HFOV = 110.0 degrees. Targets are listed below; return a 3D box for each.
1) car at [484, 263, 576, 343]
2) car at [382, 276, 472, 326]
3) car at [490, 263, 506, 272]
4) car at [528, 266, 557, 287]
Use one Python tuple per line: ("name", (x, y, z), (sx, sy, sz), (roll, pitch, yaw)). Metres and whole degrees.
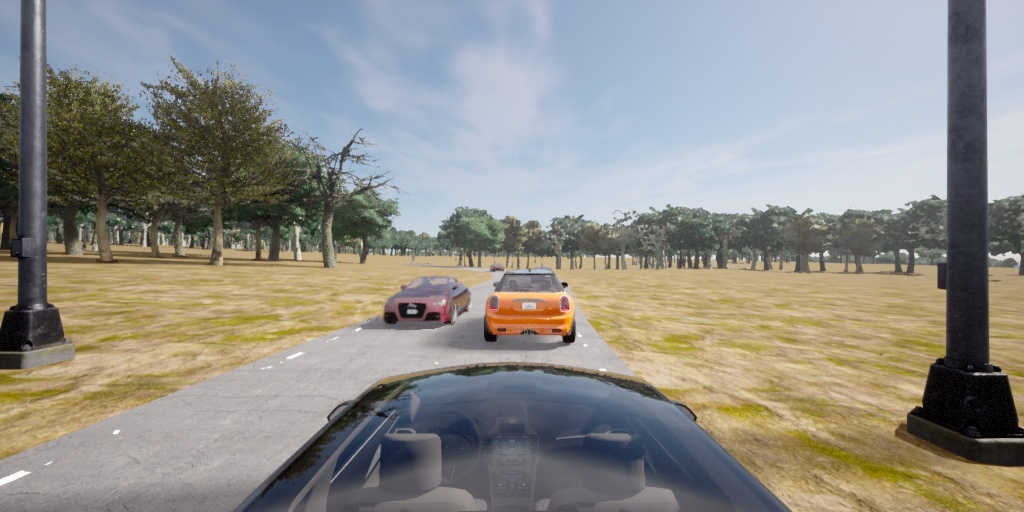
("car", (0.520, 1.130, 9.991), (2.097, 1.767, 4.553), (0, 0, 4))
("car", (-2.598, 1.356, 11.830), (1.994, 1.385, 4.181), (0, 0, 4))
("car", (-2.455, 1.913, 60.006), (1.882, 1.535, 5.008), (0, -1, -12))
("car", (2.430, 1.529, 28.206), (2.033, 1.411, 5.357), (0, -1, 5))
